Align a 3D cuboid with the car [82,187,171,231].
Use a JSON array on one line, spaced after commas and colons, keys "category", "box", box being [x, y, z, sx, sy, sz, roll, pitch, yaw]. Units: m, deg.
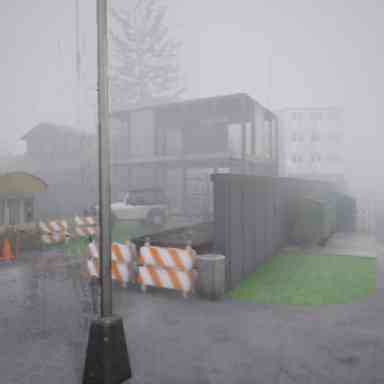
[{"category": "car", "box": [-2.830, 0.735, 15.034, 3.866, 1.878, 1.905, -1, 1, -27]}]
